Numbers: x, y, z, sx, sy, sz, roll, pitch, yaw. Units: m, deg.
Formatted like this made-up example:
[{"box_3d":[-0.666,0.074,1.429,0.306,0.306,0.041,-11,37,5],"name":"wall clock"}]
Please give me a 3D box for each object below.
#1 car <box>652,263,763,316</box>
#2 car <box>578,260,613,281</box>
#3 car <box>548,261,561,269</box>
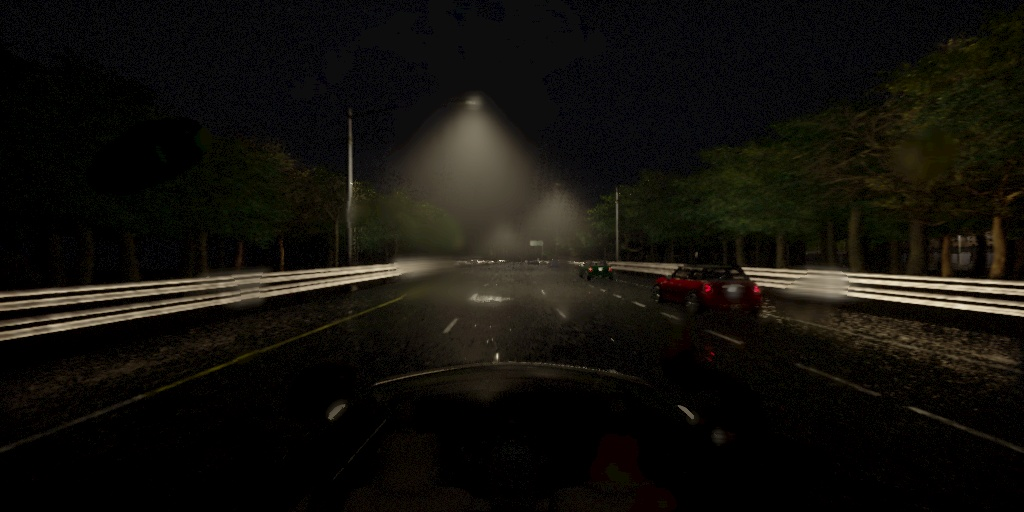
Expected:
[{"box_3d":[7.003,1.102,13.453,2.097,1.767,4.553,0,0,0],"name":"car"},{"box_3d":[7.028,1.116,30.584,2.097,1.767,4.553,0,0,0],"name":"car"},{"box_3d":[7.151,1.515,60.748,2.033,1.411,5.357,0,-1,0],"name":"car"}]
